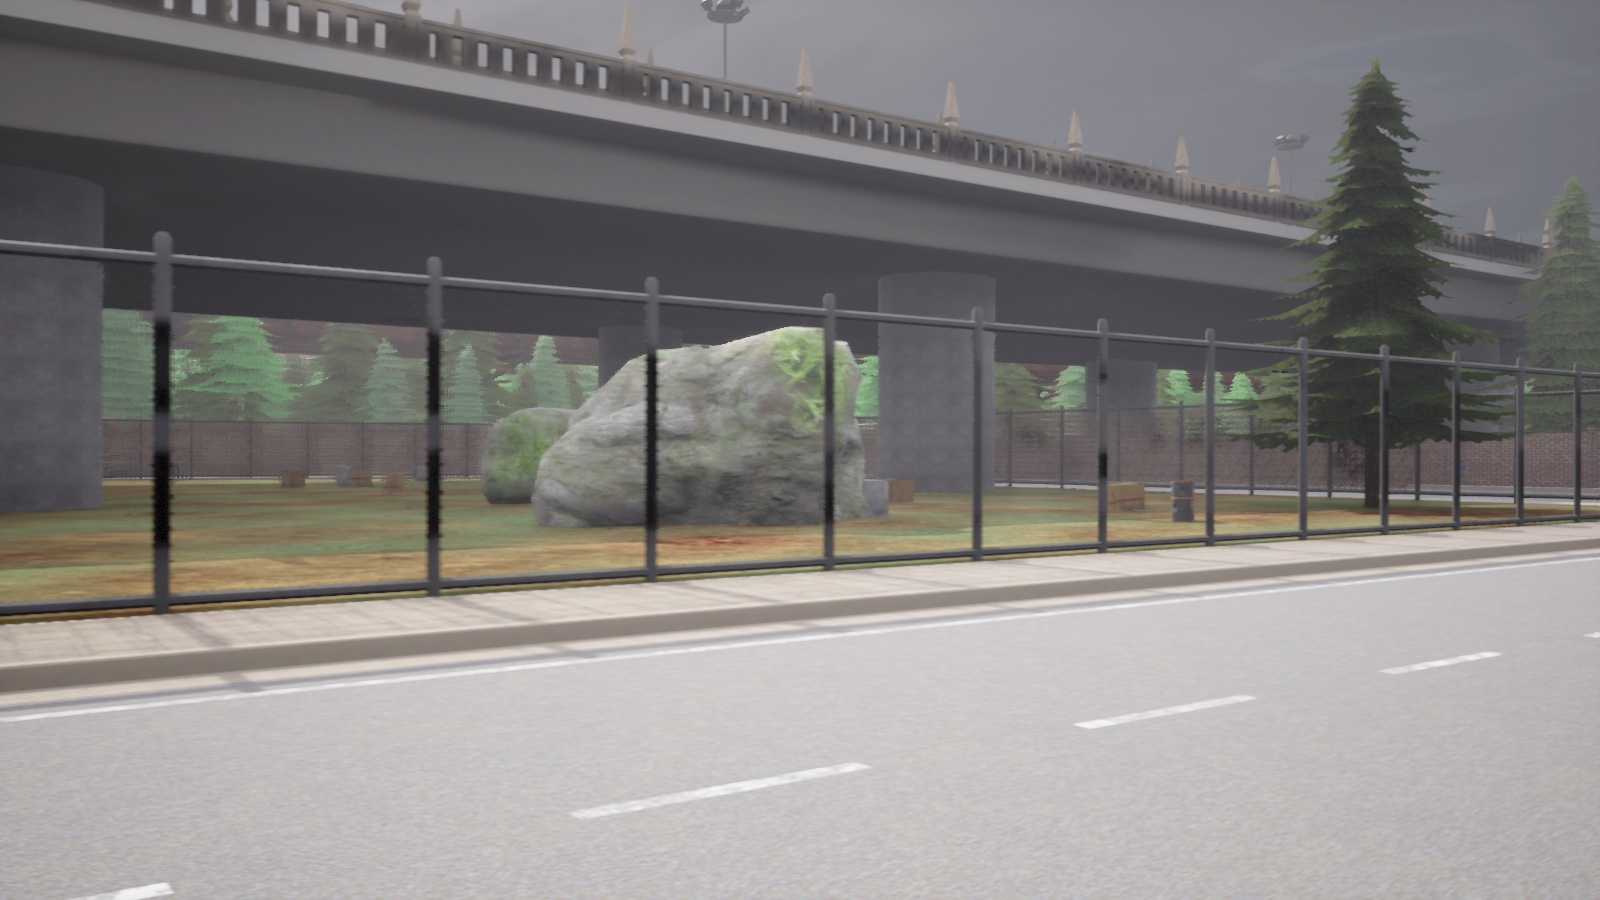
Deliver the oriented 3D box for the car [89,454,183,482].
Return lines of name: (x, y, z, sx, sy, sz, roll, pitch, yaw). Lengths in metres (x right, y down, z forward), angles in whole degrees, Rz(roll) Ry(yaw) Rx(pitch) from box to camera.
car: (-37.568, 1.001, 71.102, 4.514, 1.525, 2.007, 0, 0, -34)

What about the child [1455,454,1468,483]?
child: (29.423, 0.814, 55.859, 0.270, 1.263, 0.437, 0, 0, -36)
